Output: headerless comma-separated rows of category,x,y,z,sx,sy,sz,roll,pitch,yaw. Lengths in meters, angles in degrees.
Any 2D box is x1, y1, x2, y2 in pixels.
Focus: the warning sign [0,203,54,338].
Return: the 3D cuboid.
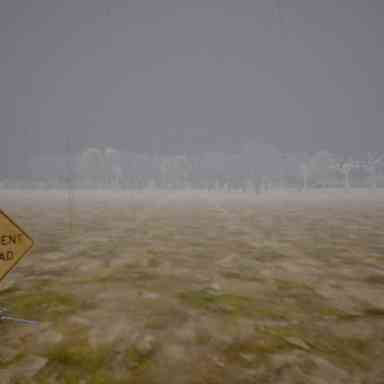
warning sign,-3.036,1.119,5.099,1.060,1.860,1.300,1,0,37
